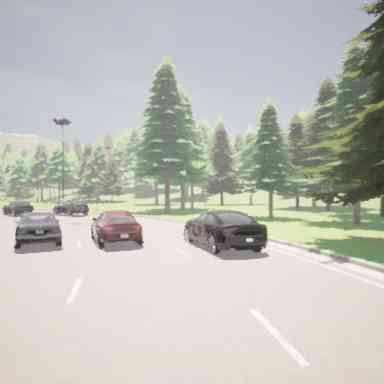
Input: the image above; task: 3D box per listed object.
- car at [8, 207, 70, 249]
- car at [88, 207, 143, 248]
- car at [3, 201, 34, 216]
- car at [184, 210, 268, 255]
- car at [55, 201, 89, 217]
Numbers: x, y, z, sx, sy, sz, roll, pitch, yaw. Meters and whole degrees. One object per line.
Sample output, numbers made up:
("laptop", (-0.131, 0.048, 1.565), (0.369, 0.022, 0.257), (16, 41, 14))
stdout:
("car", (-7.077, 1.628, 15.277), (2.033, 1.411, 5.357), (-1, 0, -26))
("car", (-3.494, 1.567, 15.152), (1.812, 1.442, 4.674), (0, 0, -22))
("car", (-17.836, 1.705, 34.147), (4.892, 1.490, 1.837), (-1, 0, 44))
("car", (1.160, 1.469, 13.480), (1.882, 1.535, 5.008), (0, 0, -18))
("car", (-12.309, 1.632, 33.832), (4.902, 1.511, 2.128), (-1, 0, 44))
